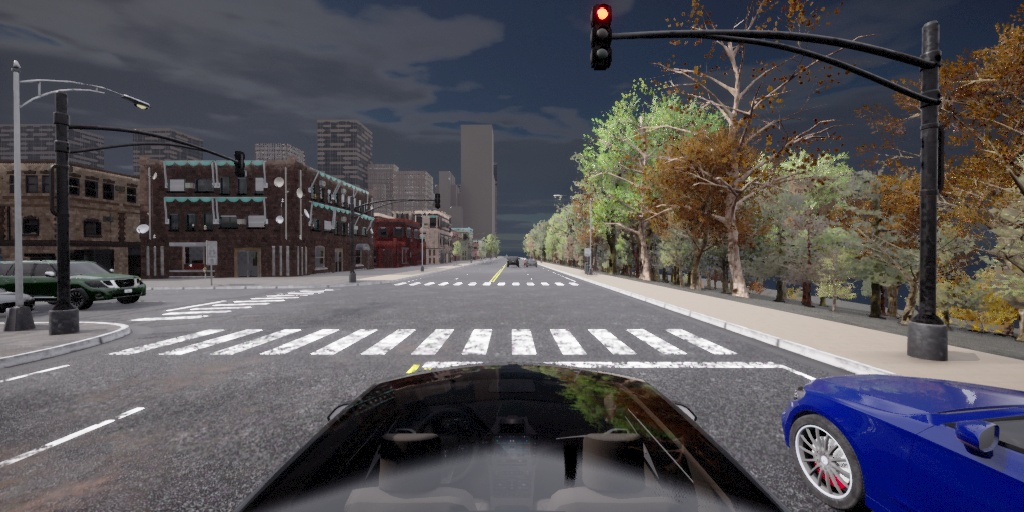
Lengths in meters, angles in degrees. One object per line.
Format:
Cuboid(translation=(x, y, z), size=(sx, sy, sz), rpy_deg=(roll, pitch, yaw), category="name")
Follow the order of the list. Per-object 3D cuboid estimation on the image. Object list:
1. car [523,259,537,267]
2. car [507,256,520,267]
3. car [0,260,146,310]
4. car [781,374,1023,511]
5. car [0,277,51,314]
Cuboid(translation=(3.472, 1.217, 63.875), size=(2.128, 1.511, 4.902), rpy_deg=(0, 0, 0), category="car")
Cuboid(translation=(0.219, 0.947, 63.715), size=(2.150, 2.045, 5.566), rpy_deg=(0, 0, 1), category="car")
Cuboid(translation=(-19.311, 1.186, 15.475), size=(5.566, 2.045, 2.150), rpy_deg=(-1, 1, 0), category="car")
Cuboid(translation=(3.346, 1.276, 1.331), size=(1.812, 1.442, 4.674), rpy_deg=(0, 0, 2), category="car")
Cuboid(translation=(-19.926, 1.565, 12.773), size=(4.313, 1.339, 1.948), rpy_deg=(0, 0, 0), category="car")
